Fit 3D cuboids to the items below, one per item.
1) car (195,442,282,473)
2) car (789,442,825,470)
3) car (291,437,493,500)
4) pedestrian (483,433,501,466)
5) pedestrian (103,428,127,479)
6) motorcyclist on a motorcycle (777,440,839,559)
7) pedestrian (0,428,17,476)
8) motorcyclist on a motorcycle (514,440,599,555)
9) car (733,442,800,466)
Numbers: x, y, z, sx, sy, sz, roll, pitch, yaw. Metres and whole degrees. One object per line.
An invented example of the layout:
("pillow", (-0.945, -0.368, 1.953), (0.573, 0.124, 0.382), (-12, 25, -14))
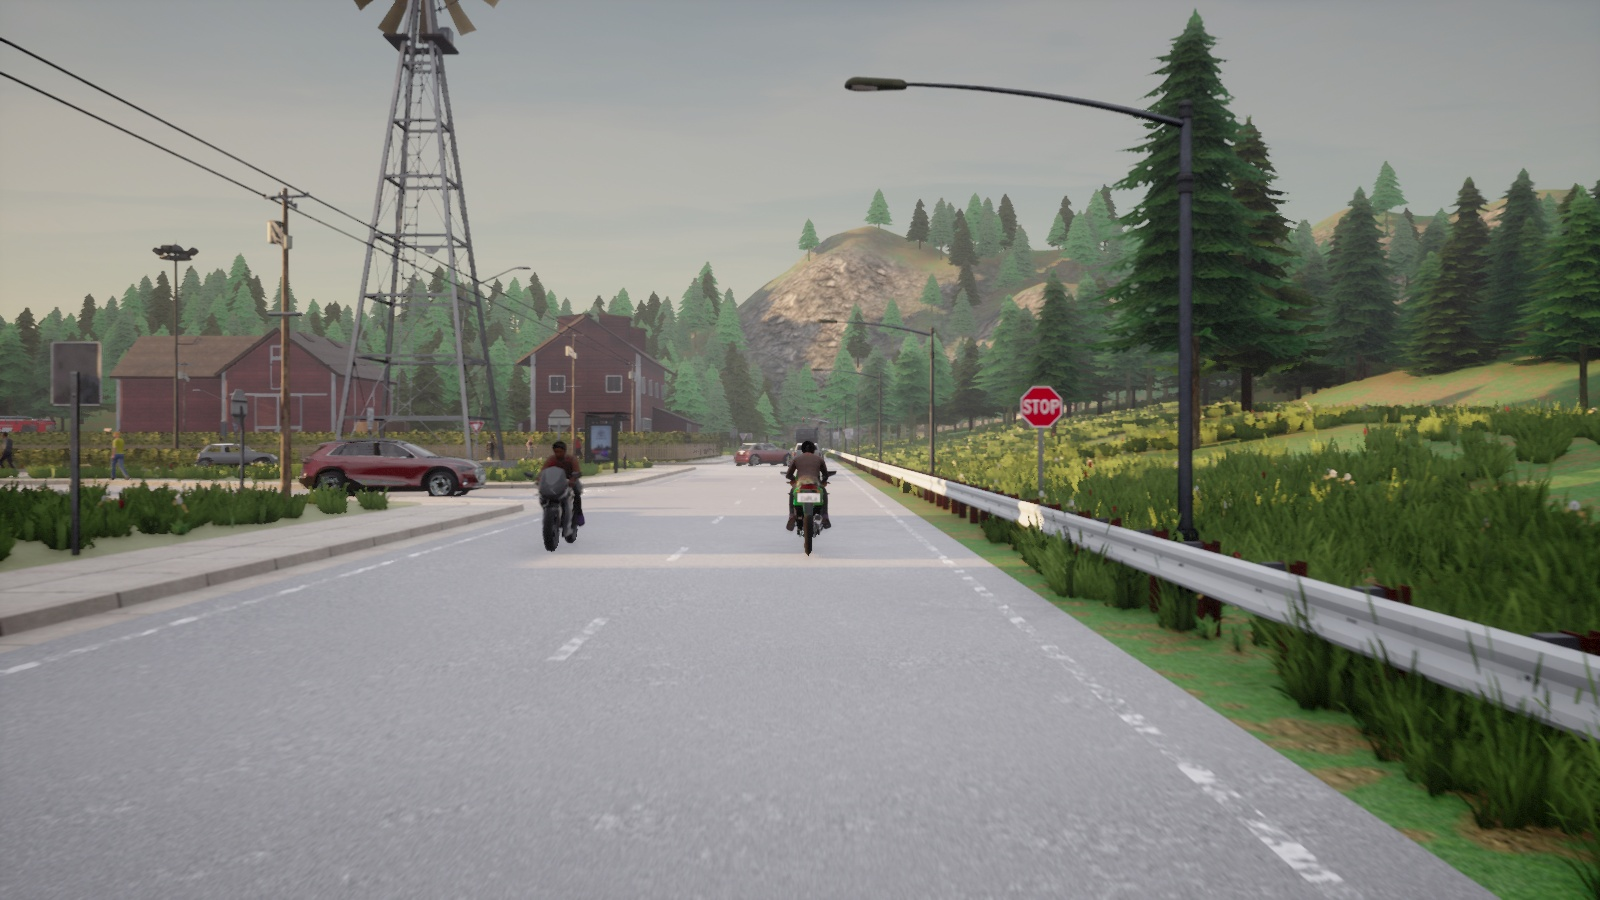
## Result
("car", (-27.398, 0.343, 61.371), (3.806, 1.475, 1.970), (0, 0, -22))
("car", (0.414, 0.315, 70.189), (1.970, 1.475, 3.806), (0, 0, 1))
("car", (-11.015, 0.476, 34.164), (4.856, 1.649, 2.033), (0, 0, -1))
("pedestrian", (-17.559, -0.017, 71.563), (0.563, 1.883, 0.849), (0, 0, 35))
("pedestrian", (-24.819, 0.124, 45.509), (0.706, 1.836, 0.354), (0, 0, 13))
("motorcyclist on a motorcycle", (0.113, 0.631, 17.190), (0.797, 1.523, 2.044), (0, 0, 0))
("pedestrian", (-32.526, 0.081, 51.285), (0.788, 1.949, 0.423), (0, 0, -2))
("motorcyclist on a motorcycle", (-3.384, 0.626, 17.641), (0.797, 1.523, 2.044), (0, 0, 0))
("car", (-2.121, 0.260, 79.521), (3.806, 1.475, 1.970), (0, 0, -35))
